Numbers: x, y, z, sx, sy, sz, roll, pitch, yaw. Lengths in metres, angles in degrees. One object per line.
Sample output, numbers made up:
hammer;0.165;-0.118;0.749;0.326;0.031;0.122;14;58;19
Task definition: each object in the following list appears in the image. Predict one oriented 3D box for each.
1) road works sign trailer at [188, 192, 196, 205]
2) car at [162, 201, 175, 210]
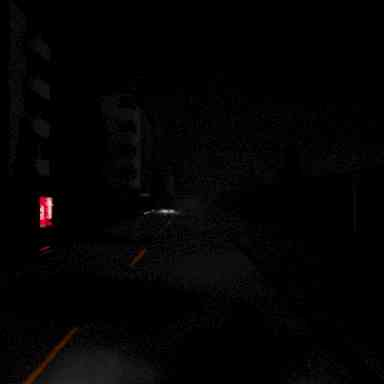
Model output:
road works sign trailer;0.019;1.719;90.741;2.380;3.560;2.880;0;-1;0
car;-4.037;2.294;58.035;2.128;1.511;4.902;0;-1;0
